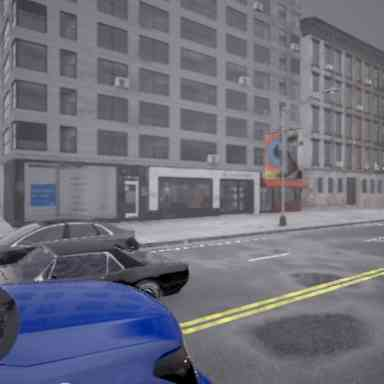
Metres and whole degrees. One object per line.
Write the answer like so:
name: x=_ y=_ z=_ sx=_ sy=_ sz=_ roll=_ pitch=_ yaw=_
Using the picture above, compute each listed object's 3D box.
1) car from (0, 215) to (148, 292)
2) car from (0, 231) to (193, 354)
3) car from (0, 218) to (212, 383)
car: x=-3.804 y=1.503 z=8.955 sx=4.892 sy=1.490 sz=1.837 roll=0 pitch=0 yaw=-35
car: x=-2.447 y=1.599 z=5.931 sx=4.718 sy=1.301 sz=1.895 roll=0 pitch=0 yaw=-35
car: x=-2.495 y=1.223 z=1.659 sx=5.566 sy=2.045 sz=2.150 roll=0 pitch=0 yaw=-35
